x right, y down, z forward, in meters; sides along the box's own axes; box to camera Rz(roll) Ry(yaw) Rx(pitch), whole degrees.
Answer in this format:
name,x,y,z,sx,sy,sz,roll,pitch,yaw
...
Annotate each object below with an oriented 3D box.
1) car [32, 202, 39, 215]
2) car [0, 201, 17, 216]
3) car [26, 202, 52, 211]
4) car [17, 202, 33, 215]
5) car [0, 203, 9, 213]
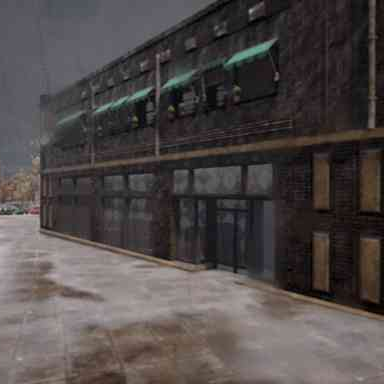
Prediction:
name,x,y,z,sx,sy,sz,roll,pitch,yaw
car,-24.641,2.697,49.512,4.792,1.488,2.163,0,-2,18
car,-26.322,2.319,44.207,4.553,1.767,2.185,0,-2,18
car,-31.895,2.943,69.325,4.553,1.767,2.185,0,-1,18
car,-25.456,2.590,46.847,4.792,1.488,2.163,0,-2,18
car,-35.177,2.786,58.657,5.366,1.575,1.946,0,-2,18
